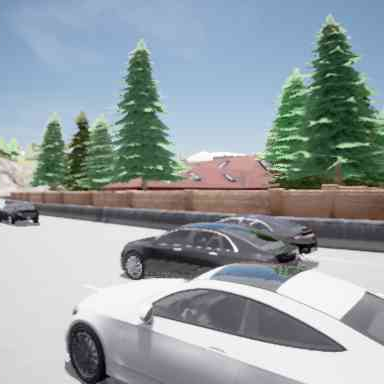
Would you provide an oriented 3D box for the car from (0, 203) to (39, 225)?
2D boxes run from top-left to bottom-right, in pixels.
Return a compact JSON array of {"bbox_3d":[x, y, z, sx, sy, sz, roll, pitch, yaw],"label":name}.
[{"bbox_3d":[-13.060,1.576,24.915,1.837,1.490,4.892,0,0,-44],"label":"car"}]

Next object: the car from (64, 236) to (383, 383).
[{"bbox_3d":[0.516,1.538,3.683,4.674,1.442,1.812,0,0,37],"label":"car"}]

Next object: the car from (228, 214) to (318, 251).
[{"bbox_3d":[1.767,1.531,11.559,4.902,1.511,2.128,0,0,38],"label":"car"}]

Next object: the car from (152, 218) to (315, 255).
[{"bbox_3d":[0.230,1.534,8.315,4.892,1.490,1.837,1,0,38],"label":"car"}]
